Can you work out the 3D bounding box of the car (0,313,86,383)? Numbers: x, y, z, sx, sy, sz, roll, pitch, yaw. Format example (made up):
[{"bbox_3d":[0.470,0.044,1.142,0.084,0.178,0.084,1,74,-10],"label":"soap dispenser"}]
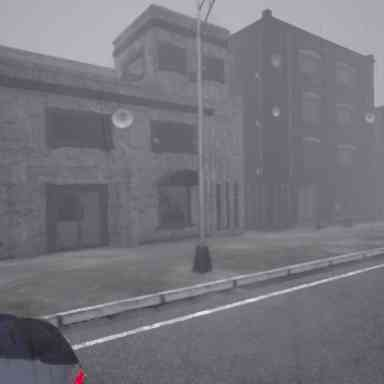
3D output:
[{"bbox_3d":[-2.803,1.564,1.981,4.181,1.385,1.994,0,0,-35],"label":"car"}]
